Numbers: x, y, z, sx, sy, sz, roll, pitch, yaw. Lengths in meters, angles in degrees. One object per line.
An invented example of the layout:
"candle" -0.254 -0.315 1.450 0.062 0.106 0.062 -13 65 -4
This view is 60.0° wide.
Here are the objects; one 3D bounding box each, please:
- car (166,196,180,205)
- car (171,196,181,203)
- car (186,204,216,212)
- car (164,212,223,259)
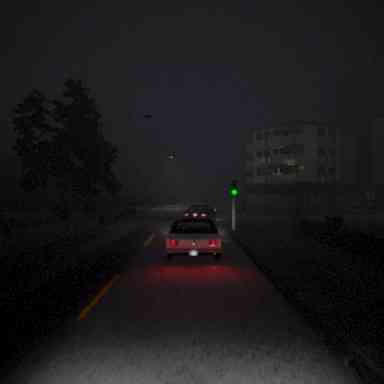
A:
"car" -3.915 1.643 65.550 2.097 1.767 4.553 0 0 1
"car" -3.870 1.810 81.857 2.033 1.411 5.357 0 0 0
"car" 0.737 1.662 25.880 2.033 1.411 5.357 0 0 12
"car" 0.077 1.657 12.736 1.895 1.301 4.718 0 0 1
